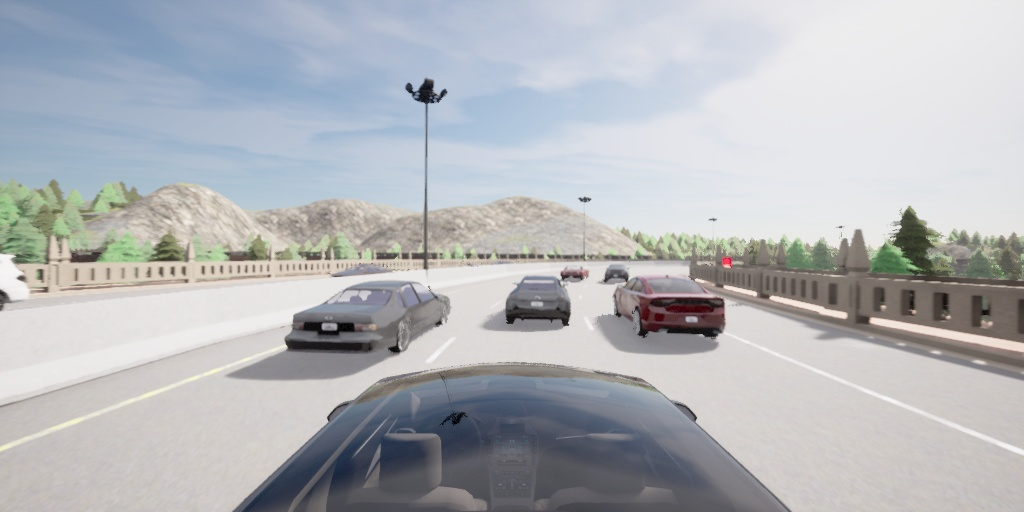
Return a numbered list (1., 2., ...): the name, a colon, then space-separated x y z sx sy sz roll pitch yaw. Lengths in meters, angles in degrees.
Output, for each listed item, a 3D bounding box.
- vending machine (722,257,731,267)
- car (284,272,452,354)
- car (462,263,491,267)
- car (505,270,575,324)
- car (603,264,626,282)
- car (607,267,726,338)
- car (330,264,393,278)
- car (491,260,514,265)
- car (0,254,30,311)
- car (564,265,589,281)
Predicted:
1. vending machine: 15.763 1.082 26.718 1.100 2.100 0.880 0 0 19
2. car: -2.993 1.299 8.815 2.033 1.411 5.357 0 0 5
3. car: -4.209 1.410 35.687 1.895 1.301 4.718 0 0 21
4. car: 0.963 1.343 12.179 1.994 1.385 4.181 0 0 7
5. car: 8.844 1.386 30.089 1.812 1.442 4.674 0 0 19
6. car: 4.240 1.269 10.441 1.882 1.535 5.008 0 0 6
7. car: -10.804 1.302 26.249 2.033 1.411 5.357 0 0 15
8. car: -1.633 1.419 57.041 2.033 1.411 5.357 0 0 31
9. car: -17.134 0.905 9.432 2.150 2.045 5.566 0 0 5
10. car: 5.617 1.449 31.542 1.895 1.301 4.718 0 0 20
